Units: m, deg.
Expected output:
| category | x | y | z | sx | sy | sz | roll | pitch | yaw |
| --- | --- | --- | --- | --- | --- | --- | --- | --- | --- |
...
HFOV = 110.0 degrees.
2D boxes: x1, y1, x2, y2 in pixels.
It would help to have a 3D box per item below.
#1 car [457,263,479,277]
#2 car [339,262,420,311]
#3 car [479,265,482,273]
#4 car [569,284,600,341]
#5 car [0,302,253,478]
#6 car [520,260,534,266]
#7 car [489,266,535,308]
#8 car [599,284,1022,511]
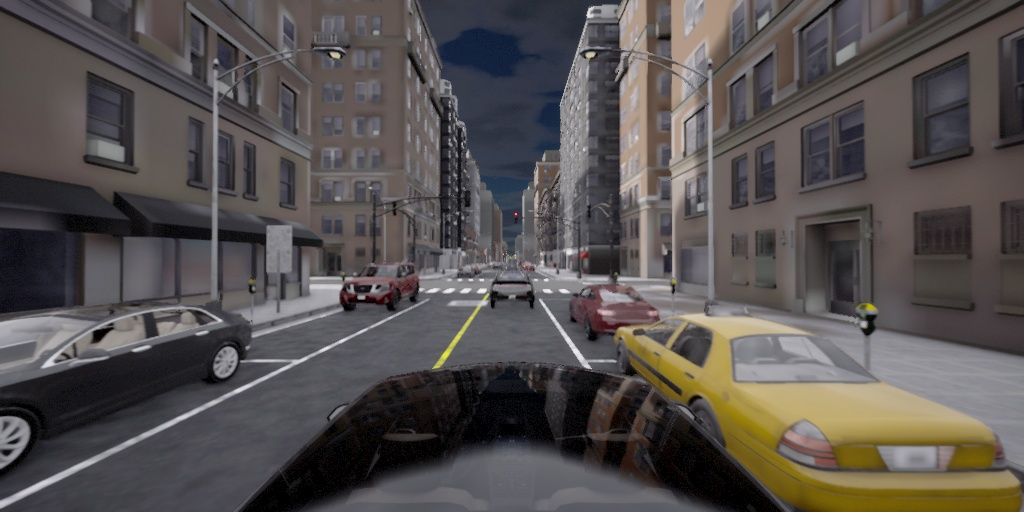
| category | x | y | z | sx | sy | sz | roll | pitch | yaw |
| --- | --- | --- | --- | --- | --- | --- | --- | --- | --- |
| car | -5.363 | 1.674 | 41.779 | 2.007 | 1.370 | 4.403 | 0 | 0 | 0 |
| car | -5.380 | 1.192 | 15.316 | 2.192 | 1.841 | 5.009 | 0 | 0 | 0 |
| car | -5.360 | 1.718 | 47.233 | 1.888 | 1.381 | 4.507 | 0 | 0 | 0 |
| car | 2.642 | 1.408 | 9.890 | 1.802 | 1.307 | 4.207 | 0 | 0 | 0 |
| car | -5.386 | 1.326 | 4.492 | 2.007 | 1.370 | 4.403 | 0 | 0 | 0 |
| car | 2.672 | 1.711 | 58.128 | 1.967 | 1.591 | 4.097 | 0 | 0 | 0 |
| car | 0.011 | 1.377 | 16.143 | 2.128 | 1.511 | 4.902 | 0 | 0 | 0 |
| car | 2.639 | 1.301 | 4.647 | 1.751 | 1.417 | 4.829 | 0 | 0 | 0 |
